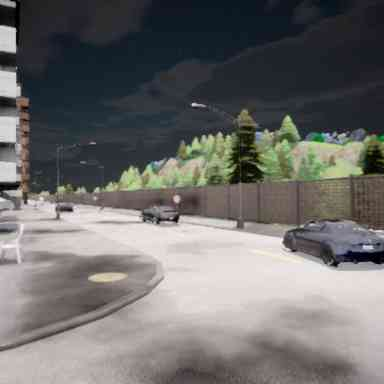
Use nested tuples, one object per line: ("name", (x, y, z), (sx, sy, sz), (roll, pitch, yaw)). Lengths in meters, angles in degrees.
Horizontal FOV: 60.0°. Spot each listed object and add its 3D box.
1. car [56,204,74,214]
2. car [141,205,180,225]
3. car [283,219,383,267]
("car", (-17.907, 2.326, 46.793), (1.895, 1.301, 4.718), (0, -1, -28))
("car", (-2.696, 1.850, 27.307), (2.128, 1.511, 4.902), (0, -1, -28))
("car", (4.966, 1.672, 12.020), (1.994, 1.385, 4.181), (0, -1, -10))
